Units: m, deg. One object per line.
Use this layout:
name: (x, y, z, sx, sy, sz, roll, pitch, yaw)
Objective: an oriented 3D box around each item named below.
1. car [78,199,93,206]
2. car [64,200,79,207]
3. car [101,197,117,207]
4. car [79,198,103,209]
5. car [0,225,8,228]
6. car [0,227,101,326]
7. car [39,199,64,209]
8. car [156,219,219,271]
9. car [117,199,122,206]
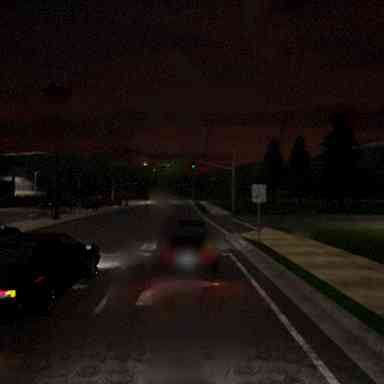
car: (-24.092, 2.301, 75.716, 1.882, 1.535, 5.008, 0, -1, -1)
car: (-23.982, 2.257, 65.551, 2.033, 1.411, 5.357, 0, -1, -1)
car: (-16.978, 1.926, 65.131, 2.150, 2.045, 5.566, 0, -1, -1)
car: (-16.940, 2.171, 55.828, 1.994, 1.385, 4.181, 0, -1, 0)
car: (-7.161, 1.472, 10.495, 2.097, 1.767, 4.553, 0, -1, -1)
car: (-3.585, 1.632, 7.534, 2.033, 1.411, 5.357, 0, -1, -1)
car: (-23.929, 1.969, 56.099, 2.097, 1.767, 4.553, 0, -1, 0)
car: (-0.169, 1.646, 11.194, 1.812, 1.442, 4.674, 0, -1, -1)
car: (-17.089, 2.339, 75.479, 2.128, 1.511, 4.902, 0, -1, -1)
